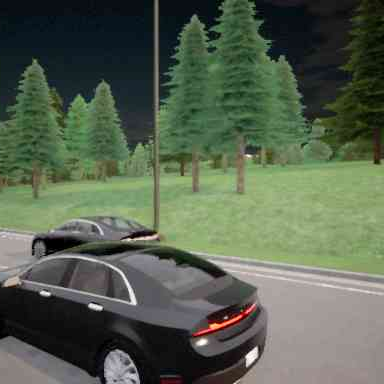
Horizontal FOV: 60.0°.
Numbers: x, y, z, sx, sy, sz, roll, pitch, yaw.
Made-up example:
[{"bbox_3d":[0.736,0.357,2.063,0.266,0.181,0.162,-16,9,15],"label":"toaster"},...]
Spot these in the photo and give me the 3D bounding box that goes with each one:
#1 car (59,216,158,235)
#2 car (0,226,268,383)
[{"bbox_3d":[-3.185,1.516,10.563,4.902,1.511,2.128,0,0,36],"label":"car"},{"bbox_3d":[-1.336,1.515,4.946,4.892,1.490,1.837,-1,0,35],"label":"car"}]
